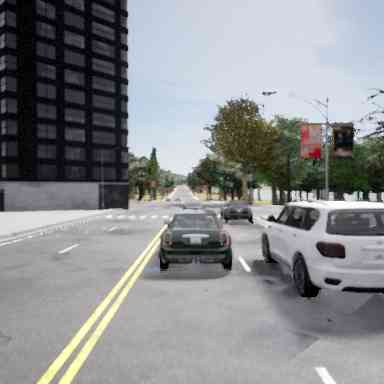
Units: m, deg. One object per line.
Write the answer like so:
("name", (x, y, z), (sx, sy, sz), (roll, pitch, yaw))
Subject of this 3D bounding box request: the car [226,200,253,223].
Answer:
("car", (3.353, 1.386, 25.770), (2.097, 1.767, 4.553), (0, 0, 0))

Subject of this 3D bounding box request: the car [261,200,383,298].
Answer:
("car", (3.351, 1.219, 8.612), (2.150, 2.045, 5.566), (0, 0, 0))

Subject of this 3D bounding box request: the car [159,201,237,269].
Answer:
("car", (0.102, 1.349, 11.215), (2.097, 1.767, 4.553), (0, 0, 0))
